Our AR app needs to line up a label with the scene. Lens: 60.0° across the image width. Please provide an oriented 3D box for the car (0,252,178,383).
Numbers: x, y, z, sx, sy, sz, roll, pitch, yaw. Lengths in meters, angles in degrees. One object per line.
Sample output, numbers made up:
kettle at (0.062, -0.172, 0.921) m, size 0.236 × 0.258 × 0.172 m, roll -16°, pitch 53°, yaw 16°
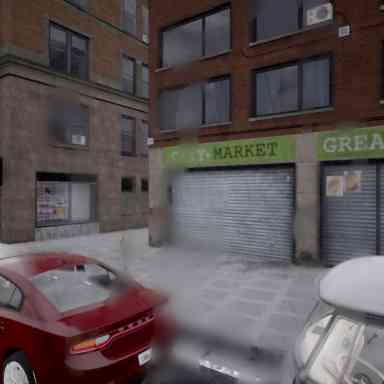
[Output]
car at (-2.282, 1.544, 4.701) m, size 4.507 × 1.381 × 1.887 m, roll 0°, pitch 0°, yaw 35°

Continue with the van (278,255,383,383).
van at (2.328, 1.341, 1.417) m, size 3.998 × 1.788 × 1.690 m, roll 0°, pitch 0°, yaw 35°
